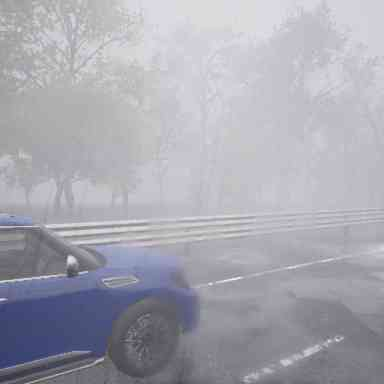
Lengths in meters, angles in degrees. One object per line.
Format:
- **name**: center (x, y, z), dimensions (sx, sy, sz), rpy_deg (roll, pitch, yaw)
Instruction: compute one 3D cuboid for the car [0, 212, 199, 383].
- **car**: center (-2.552, 1.222, 3.847), dimensions (5.566, 2.045, 2.150), rpy_deg (0, 0, -36)
